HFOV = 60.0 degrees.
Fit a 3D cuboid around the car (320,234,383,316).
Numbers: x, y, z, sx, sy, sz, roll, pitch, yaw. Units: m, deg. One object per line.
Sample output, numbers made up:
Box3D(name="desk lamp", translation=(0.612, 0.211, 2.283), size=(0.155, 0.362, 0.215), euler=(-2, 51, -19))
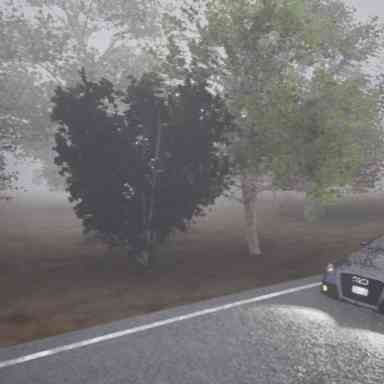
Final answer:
Box3D(name="car", translation=(4.606, 1.521, 6.814), size=(4.181, 1.385, 1.994), euler=(0, 1, -32))
